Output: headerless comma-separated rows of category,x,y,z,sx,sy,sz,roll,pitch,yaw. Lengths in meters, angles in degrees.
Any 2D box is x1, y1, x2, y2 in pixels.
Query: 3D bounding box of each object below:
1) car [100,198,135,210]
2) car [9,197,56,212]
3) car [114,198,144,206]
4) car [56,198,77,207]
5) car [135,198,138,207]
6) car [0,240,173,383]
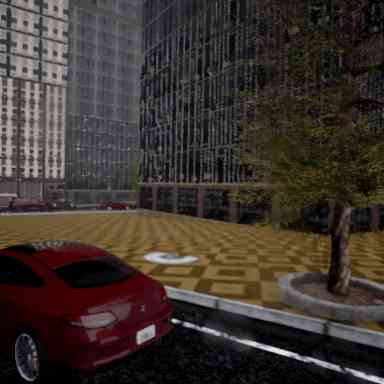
car,-11.205,1.930,48.892,4.507,1.381,1.887,1,1,-34
car,-20.554,1.607,42.482,5.009,1.841,2.192,1,1,-34
car,-11.118,1.745,58.500,4.829,1.417,1.752,1,1,-34
car,-20.332,1.678,52.190,4.403,1.369,2.008,1,1,-34
car,-6.523,1.748,52.091,5.009,1.841,2.192,1,1,-34
car,-2.421,1.518,5.287,4.674,1.442,1.812,0,0,35
